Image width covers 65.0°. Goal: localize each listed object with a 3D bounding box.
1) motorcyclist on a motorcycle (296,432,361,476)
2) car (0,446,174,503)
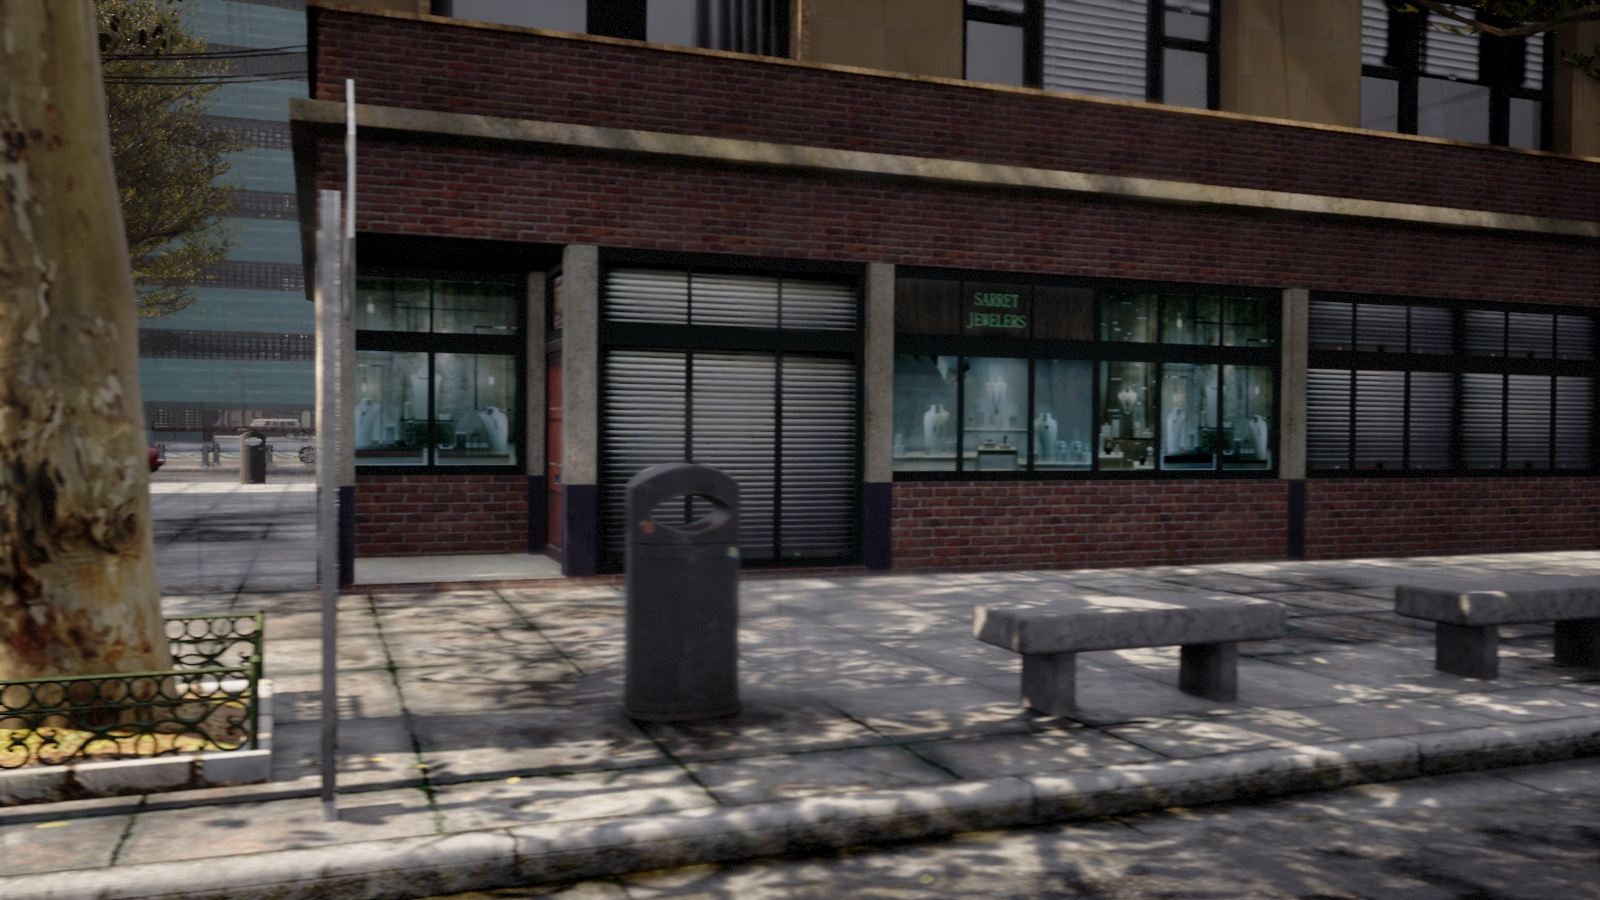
[{"bbox_3d":[-18.458,0.146,49.166,2.350,1.649,0.766,-1,1,-21],"label":"motorcyclist on a motorcycle"},{"bbox_3d":[-18.914,0.588,32.202,4.718,1.301,1.895,-2,1,-45],"label":"car"}]
